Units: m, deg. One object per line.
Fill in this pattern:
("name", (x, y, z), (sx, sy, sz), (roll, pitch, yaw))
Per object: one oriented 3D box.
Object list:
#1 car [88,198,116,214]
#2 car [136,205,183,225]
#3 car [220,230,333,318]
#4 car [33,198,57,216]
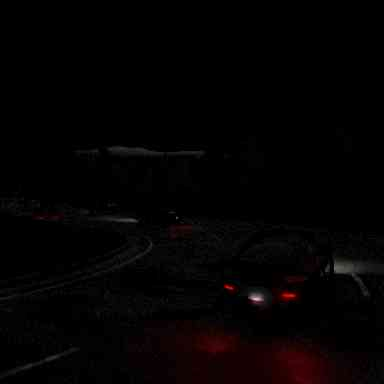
("car", (-12.183, 1.836, 44.892), (2.150, 2.045, 5.566), (0, -1, -35))
("car", (-2.780, 1.830, 27.697), (2.128, 1.511, 4.902), (0, -1, -42))
("car", (2.115, 1.596, 7.647), (1.812, 1.442, 4.674), (0, 0, 27))
("car", (-18.601, 1.997, 41.907), (2.097, 1.767, 4.553), (0, -1, -34))
